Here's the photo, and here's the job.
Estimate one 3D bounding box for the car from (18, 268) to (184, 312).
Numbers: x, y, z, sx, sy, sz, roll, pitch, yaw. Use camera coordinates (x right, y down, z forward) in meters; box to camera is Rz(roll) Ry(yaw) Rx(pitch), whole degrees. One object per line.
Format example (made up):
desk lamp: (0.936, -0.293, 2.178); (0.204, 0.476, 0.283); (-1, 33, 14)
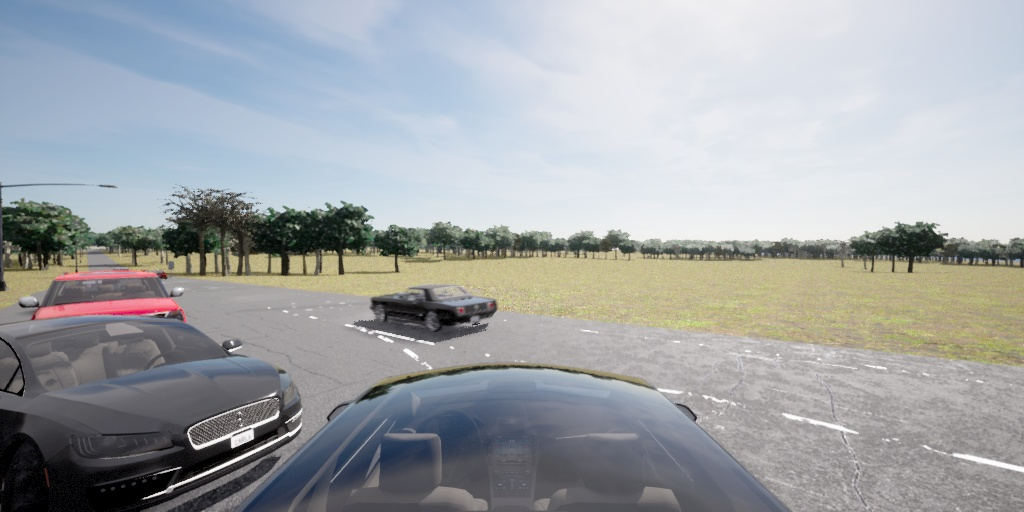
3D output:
car: (-9.578, 1.383, 8.535); (5.566, 2.045, 2.150); (-2, 0, 40)

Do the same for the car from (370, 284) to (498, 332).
car: (-2.792, 1.609, 11.976); (4.718, 1.301, 1.895); (-1, 0, 40)

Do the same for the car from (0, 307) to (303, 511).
car: (-4.608, 1.444, 3.953); (4.892, 1.490, 1.837); (-3, -3, 20)

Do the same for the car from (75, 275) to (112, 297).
car: (-33.923, 2.337, 29.086); (4.674, 1.442, 1.812); (-1, 0, 41)
